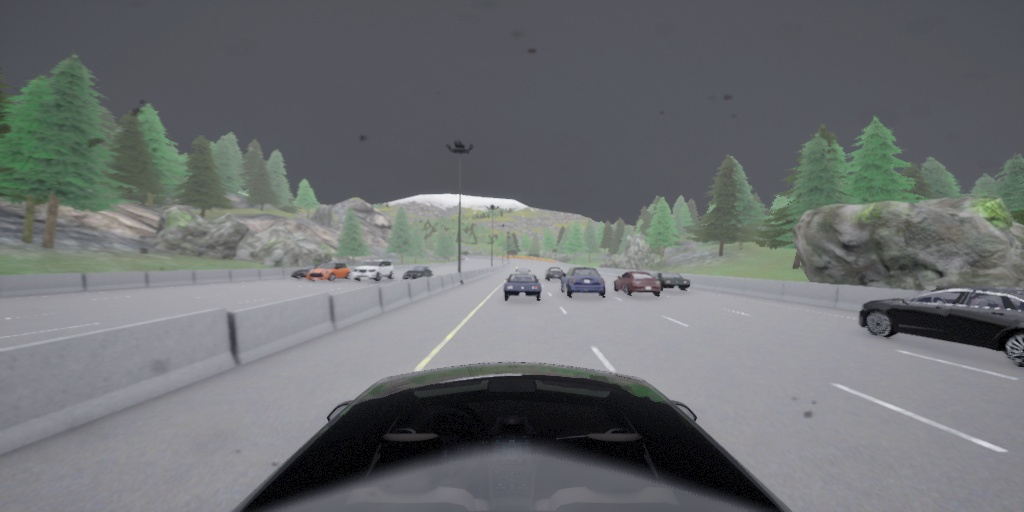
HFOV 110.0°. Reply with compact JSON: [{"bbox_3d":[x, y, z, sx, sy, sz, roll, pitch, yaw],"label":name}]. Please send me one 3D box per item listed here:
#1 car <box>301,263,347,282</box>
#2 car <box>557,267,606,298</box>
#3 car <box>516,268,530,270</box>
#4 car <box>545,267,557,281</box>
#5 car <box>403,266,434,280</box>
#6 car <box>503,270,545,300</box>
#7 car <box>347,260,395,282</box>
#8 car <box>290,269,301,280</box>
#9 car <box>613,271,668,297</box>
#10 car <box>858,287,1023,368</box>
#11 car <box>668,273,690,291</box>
[{"bbox_3d":[-16.695,1.405,32.895,2.097,1.767,4.553,1,-1,2],"label":"car"},{"bbox_3d":[4.140,1.438,21.545,2.097,1.767,4.553,1,-1,2],"label":"car"},{"bbox_3d":[1.155,1.972,38.533,1.895,1.301,4.718,1,-1,2],"label":"car"},{"bbox_3d":[4.689,1.959,39.601,1.812,1.442,4.674,1,-1,2],"label":"car"},{"bbox_3d":[-9.540,1.764,36.965,2.033,1.411,5.357,1,-1,2],"label":"car"},{"bbox_3d":[0.573,1.611,19.622,1.895,1.301,4.718,1,-1,2],"label":"car"},{"bbox_3d":[-13.135,1.350,34.442,2.150,2.045,5.566,1,-1,2],"label":"car"},{"bbox_3d":[-20.061,1.632,36.572,2.033,1.411,5.357,1,-1,2],"label":"car"},{"bbox_3d":[7.656,1.666,22.212,1.812,1.442,4.674,1,-1,2],"label":"car"},{"bbox_3d":[10.725,1.442,8.166,2.128,1.511,4.902,1,-1,2],"label":"car"},{"bbox_3d":[11.294,1.867,26.670,1.895,1.301,4.718,1,-1,2],"label":"car"}]
